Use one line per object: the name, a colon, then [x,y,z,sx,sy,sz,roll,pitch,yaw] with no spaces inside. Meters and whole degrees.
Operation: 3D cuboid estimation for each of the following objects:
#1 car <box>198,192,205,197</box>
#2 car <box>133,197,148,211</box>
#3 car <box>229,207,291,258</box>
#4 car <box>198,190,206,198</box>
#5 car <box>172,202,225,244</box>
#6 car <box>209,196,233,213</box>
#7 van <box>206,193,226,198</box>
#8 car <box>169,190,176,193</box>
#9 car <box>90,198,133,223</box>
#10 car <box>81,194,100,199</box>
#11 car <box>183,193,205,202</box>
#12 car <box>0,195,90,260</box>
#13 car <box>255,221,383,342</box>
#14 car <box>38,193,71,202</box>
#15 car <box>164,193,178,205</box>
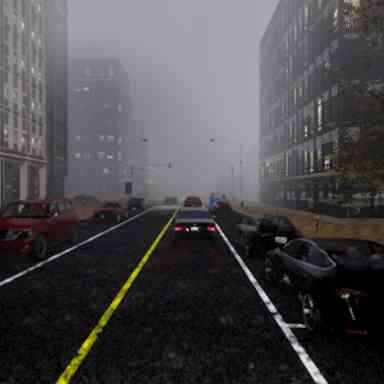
car: [2.679,0.745,90.683,1.802,1.307,4.206,0,0,0]
car: [-5.692,1.222,34.844,1.947,1.339,4.313,0,1,0]
car: [2.659,1.443,12.065,1.947,1.339,4.313,0,1,0]
car: [2.681,0.779,79.774,1.752,1.417,4.829,0,0,0]
car: [0.098,1.396,14.960,2.033,1.411,5.357,0,1,0]
car: [2.656,1.293,29.131,1.802,1.307,4.206,0,1,0]
van: [2.656,0.997,34.817,1.690,1.788,3.998,0,1,0]
car: [-5.700,0.736,84.971,1.752,1.417,4.829,0,0,0]
car: [-5.690,1.310,23.467,1.887,1.381,4.507,0,1,0]
car: [-17.474,0.987,55.627,4.206,1.307,1.802,0,0,0]
car: [0.095,1.132,35.066,1.882,1.535,5.008,0,1,0]
car: [-5.687,1.192,12.087,2.192,1.841,5.009,0,1,0]
car: [2.660,1.500,6.375,1.947,1.339,4.313,0,1,0]
car: [-22.966,0.920,55.612,4.829,1.417,1.752,0,0,0]
car: [-3.008,1.132,48.122,1.895,1.301,4.718,0,1,0]
